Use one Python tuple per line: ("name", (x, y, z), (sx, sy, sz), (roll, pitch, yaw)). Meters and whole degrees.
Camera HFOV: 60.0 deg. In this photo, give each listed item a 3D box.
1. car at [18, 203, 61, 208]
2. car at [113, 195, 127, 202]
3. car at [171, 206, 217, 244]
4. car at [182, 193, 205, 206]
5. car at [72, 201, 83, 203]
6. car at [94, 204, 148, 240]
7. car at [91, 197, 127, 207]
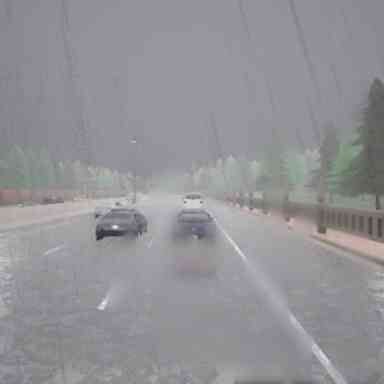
("car", (-14.065, 1.247, 30.231), (2.097, 1.767, 4.553), (0, 0, 0))
("car", (-14.410, 1.365, 67.130), (1.895, 1.301, 4.718), (0, 0, -2))
("car", (0.094, 1.548, 15.561), (1.895, 1.301, 4.718), (0, 0, 0))
("car", (0.116, 1.105, 34.178), (2.150, 2.045, 5.566), (0, 0, 0))
("car", (-17.571, 1.294, 53.172), (1.882, 1.535, 5.008), (0, 0, 0))
("car", (-3.392, 1.506, 16.704), (1.994, 1.385, 4.181), (0, 0, 0))
("car", (-6.901, 1.428, 28.185), (1.812, 1.442, 4.674), (0, 0, 0))
